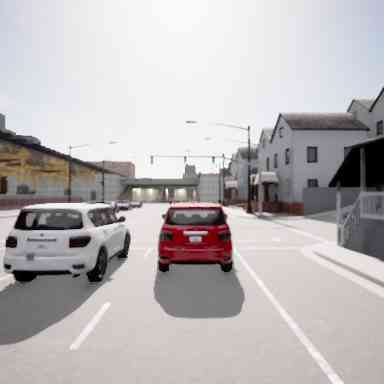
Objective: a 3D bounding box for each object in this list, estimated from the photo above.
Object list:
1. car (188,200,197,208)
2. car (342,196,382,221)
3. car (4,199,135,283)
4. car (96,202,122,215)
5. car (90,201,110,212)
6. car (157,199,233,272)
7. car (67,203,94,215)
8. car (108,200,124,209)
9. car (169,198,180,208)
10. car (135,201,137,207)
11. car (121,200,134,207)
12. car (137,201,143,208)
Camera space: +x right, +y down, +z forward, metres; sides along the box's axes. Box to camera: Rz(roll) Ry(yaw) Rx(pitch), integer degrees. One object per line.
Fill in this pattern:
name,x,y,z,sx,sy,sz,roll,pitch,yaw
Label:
car,0.133,2.386,68.045,1.812,1.442,4.674,0,-1,0
car,14.852,1.190,26.756,5.357,1.411,2.033,-16,0,-1
car,-3.407,1.352,10.232,2.150,2.045,5.566,0,-1,0
car,-10.570,2.031,42.607,2.128,1.511,4.902,0,-1,0
car,-14.054,2.170,50.929,1.812,1.442,4.674,0,-1,0
car,0.099,1.366,11.379,2.150,2.045,5.566,0,-1,0
car,-14.070,2.098,42.189,1.994,1.385,4.181,0,-1,0
car,-14.004,2.280,61.284,1.837,1.490,4.892,0,-1,0
car,-3.453,2.201,67.140,2.097,1.767,4.553,0,-1,0
car,-10.555,2.210,52.355,2.033,1.411,5.357,0,-1,0
car,-13.950,2.399,71.697,1.837,1.490,4.892,0,-1,0
car,-10.493,2.339,62.643,2.033,1.411,5.357,0,-1,0
